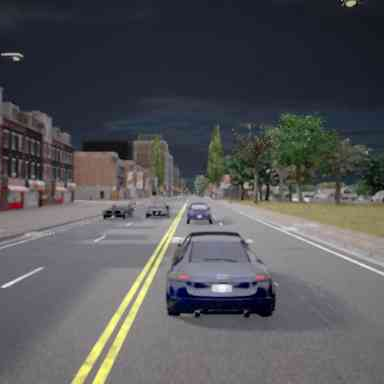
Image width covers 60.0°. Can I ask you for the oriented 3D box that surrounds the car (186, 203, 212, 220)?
[{"bbox_3d":[0.533,1.553,25.617,1.812,1.442,4.674,0,0,0],"label":"car"}]

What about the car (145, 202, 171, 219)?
[{"bbox_3d":[-2.906,1.593,29.496,1.994,1.385,4.181,0,0,0],"label":"car"}]

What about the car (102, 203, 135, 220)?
[{"bbox_3d":[-6.161,1.628,28.202,1.895,1.301,4.718,0,0,0],"label":"car"}]

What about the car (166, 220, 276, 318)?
[{"bbox_3d":[0.502,1.574,7.538,1.994,1.385,4.181,0,0,0],"label":"car"}]
